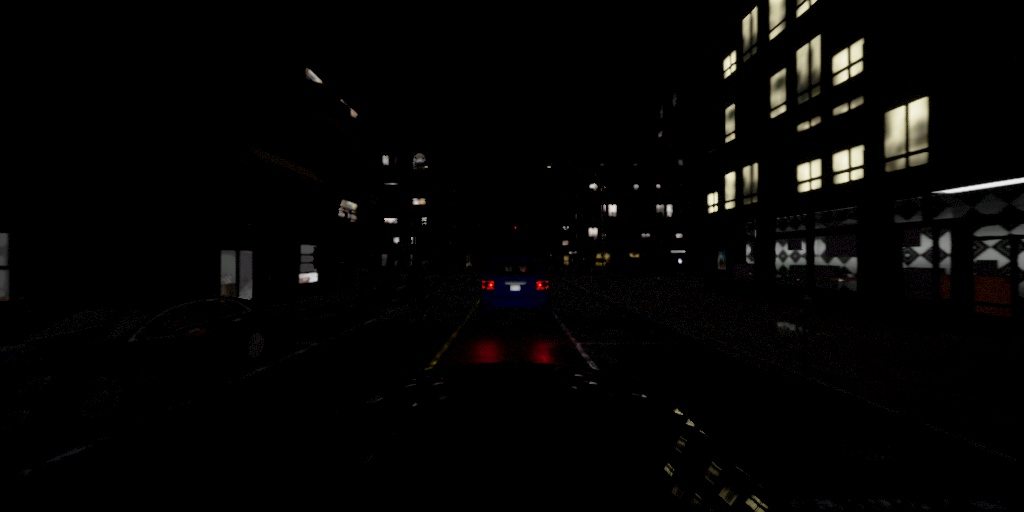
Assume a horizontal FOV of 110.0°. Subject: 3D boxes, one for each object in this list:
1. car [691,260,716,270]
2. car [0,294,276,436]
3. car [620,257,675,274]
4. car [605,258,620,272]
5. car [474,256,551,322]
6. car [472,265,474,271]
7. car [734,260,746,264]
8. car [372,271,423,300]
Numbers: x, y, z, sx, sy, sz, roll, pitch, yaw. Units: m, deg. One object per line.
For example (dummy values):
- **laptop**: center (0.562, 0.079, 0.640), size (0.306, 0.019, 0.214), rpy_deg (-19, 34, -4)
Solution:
- **car**: center (25.668, 1.157, 46.964), size (4.207, 1.307, 1.802), rpy_deg (0, 0, 0)
- **car**: center (-5.690, 1.329, 5.589), size (2.007, 1.370, 4.403), rpy_deg (0, 0, 0)
- **car**: center (14.711, 1.049, 38.486), size (5.009, 1.841, 2.192), rpy_deg (0, 0, 0)
- **car**: center (14.577, 1.096, 46.865), size (5.009, 1.841, 2.192), rpy_deg (0, 0, 0)
- **car**: center (0.098, 1.047, 12.759), size (2.150, 2.045, 5.566), rpy_deg (0, -1, 0)
- **car**: center (-5.688, 1.763, 60.527), size (1.948, 1.339, 4.313), rpy_deg (0, 0, 0)
- **car**: center (25.805, 1.093, 38.584), size (4.313, 1.339, 1.948), rpy_deg (0, 0, 0)
- **car**: center (-5.740, 1.455, 18.506), size (1.802, 1.307, 4.207), rpy_deg (0, 0, 0)
